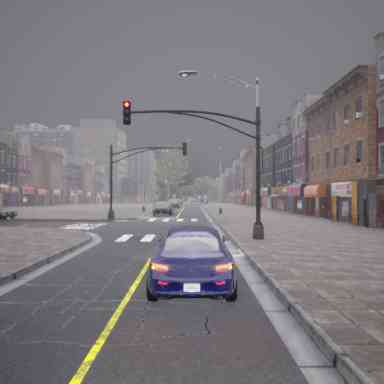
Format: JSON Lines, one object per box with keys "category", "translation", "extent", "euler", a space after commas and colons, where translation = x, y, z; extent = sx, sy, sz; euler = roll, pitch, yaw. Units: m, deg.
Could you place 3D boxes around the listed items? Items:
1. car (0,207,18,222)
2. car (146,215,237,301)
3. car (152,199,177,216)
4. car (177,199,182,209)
{"category": "car", "translation": [-15.054, 1.535, 23.430], "extent": [4.718, 1.301, 1.895], "euler": [1, -1, 3]}
{"category": "car", "translation": [-0.001, 1.537, 8.199], "extent": [1.812, 1.442, 4.674], "euler": [0, 0, 0]}
{"category": "car", "translation": [-2.912, 1.649, 34.321], "extent": [1.882, 1.535, 5.008], "euler": [0, -1, 1]}
{"category": "car", "translation": [-2.884, 1.804, 51.237], "extent": [1.882, 1.535, 5.008], "euler": [0, -1, 0]}
